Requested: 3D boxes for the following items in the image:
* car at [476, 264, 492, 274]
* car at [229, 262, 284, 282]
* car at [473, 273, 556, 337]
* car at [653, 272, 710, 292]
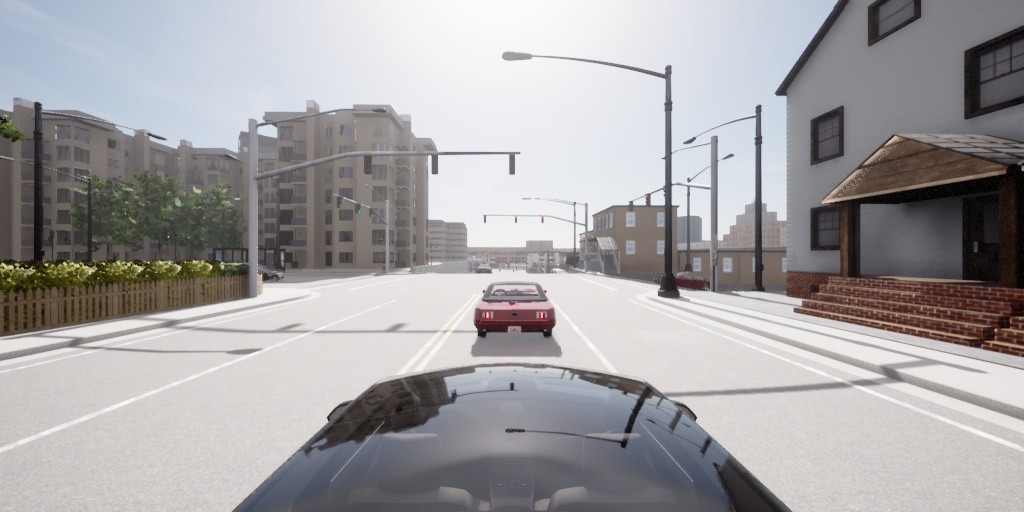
[{"bbox_3d":[-3.587,1.774,46.900,1.812,1.442,4.674,0,-4,0],"label":"car"},{"bbox_3d":[-19.807,1.238,26.931,4.902,1.511,2.128,0,0,1],"label":"car"},{"bbox_3d":[0.076,1.351,10.218,1.895,1.301,4.718,0,0,0],"label":"car"},{"bbox_3d":[14.540,2.089,30.187,5.008,1.535,1.882,8,0,1],"label":"car"}]
